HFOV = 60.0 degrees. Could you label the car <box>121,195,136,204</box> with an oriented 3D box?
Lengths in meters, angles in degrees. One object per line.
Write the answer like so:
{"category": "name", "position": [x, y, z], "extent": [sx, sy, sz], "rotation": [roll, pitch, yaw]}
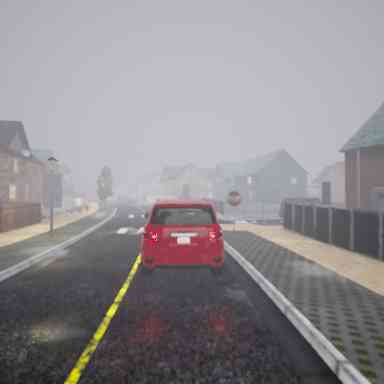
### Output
{"category": "car", "position": [-12.422, 1.664, 67.794], "extent": [2.033, 1.411, 5.357], "rotation": [0, 0, -21]}

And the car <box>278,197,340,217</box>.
{"category": "car", "position": [9.818, 1.474, 27.373], "extent": [5.566, 2.045, 2.150], "rotation": [1, -2, -20]}

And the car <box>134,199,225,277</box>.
{"category": "car", "position": [-0.346, 1.232, 10.470], "extent": [2.150, 2.045, 5.566], "rotation": [0, 0, -3]}

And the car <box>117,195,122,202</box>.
{"category": "car", "position": [-16.188, 1.541, 77.578], "extent": [1.882, 1.535, 5.008], "rotation": [0, 0, -21]}
